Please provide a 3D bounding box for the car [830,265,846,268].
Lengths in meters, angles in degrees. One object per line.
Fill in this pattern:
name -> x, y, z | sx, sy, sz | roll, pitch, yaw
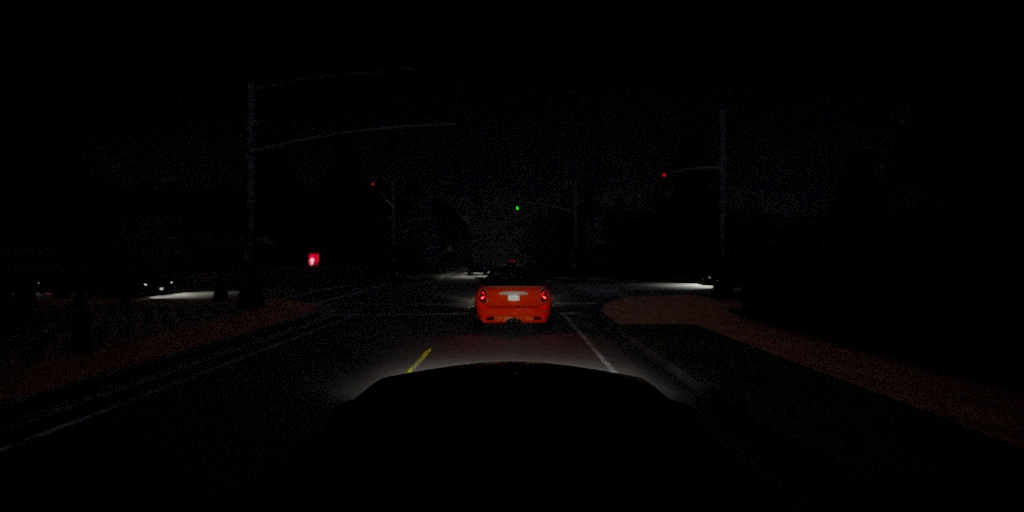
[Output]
car -> 23.684, 1.281, 25.766 | 4.718, 1.301, 1.895 | 0, 0, -16

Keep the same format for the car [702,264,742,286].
car -> 15.067, 1.248, 24.045 | 4.181, 1.385, 1.994 | 0, 0, -8

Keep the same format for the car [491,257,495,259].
car -> -3.596, 1.143, 47.871 | 2.128, 1.511, 4.902 | 0, 0, 0

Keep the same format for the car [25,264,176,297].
car -> -20.345, 1.277, 18.037 | 5.357, 1.411, 2.033 | 0, 0, -2

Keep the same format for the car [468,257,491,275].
car -> -3.602, 1.149, 38.410 | 1.882, 1.535, 5.008 | 0, 0, 0

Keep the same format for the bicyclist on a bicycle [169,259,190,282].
bicyclist on a bicycle -> -23.560, 1.015, 25.425 | 0.582, 1.620, 1.656 | 0, 0, -2

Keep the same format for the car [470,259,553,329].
car -> -0.044, 1.082, 11.284 | 2.097, 1.767, 4.553 | 0, 0, -2

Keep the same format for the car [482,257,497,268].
car -> -3.565, 0.983, 57.668 | 2.097, 1.767, 4.553 | 0, 0, 0
